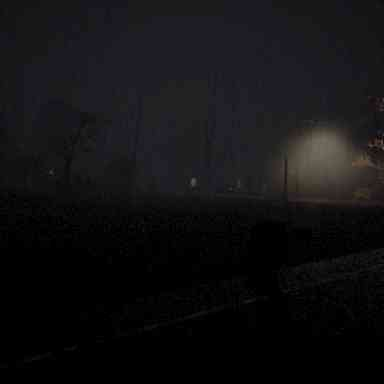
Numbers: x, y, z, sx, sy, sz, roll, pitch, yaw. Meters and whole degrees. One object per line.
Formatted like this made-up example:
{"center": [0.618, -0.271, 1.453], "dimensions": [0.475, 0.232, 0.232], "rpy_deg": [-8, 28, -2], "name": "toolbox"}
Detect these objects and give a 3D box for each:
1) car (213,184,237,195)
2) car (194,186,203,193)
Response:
{"center": [6.320, -0.506, 64.130], "dimensions": [2.150, 2.045, 5.566], "rpy_deg": [0, 2, -36], "name": "car"}
{"center": [0.266, -0.685, 72.586], "dimensions": [1.882, 1.535, 5.008], "rpy_deg": [0, 2, -36], "name": "car"}
